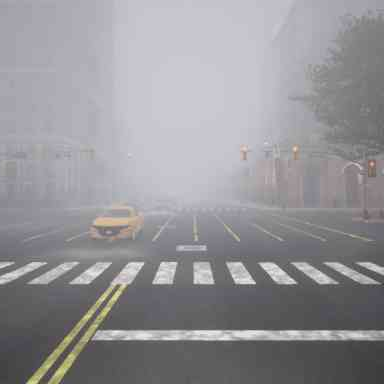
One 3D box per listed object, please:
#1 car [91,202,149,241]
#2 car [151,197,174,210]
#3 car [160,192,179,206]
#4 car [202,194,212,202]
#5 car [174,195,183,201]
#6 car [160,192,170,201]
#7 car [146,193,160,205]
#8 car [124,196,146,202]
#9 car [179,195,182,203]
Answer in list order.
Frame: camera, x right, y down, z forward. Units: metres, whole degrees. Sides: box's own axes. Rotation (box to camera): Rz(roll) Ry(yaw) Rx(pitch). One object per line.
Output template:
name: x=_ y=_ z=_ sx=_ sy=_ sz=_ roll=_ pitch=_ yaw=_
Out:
car: x=-3.627 y=1.477 z=16.958 sx=1.882 sy=1.535 sz=5.008 roll=0 pitch=0 yaw=0
car: x=-3.666 y=1.601 z=41.773 sx=1.895 sy=1.301 sz=4.718 roll=0 pitch=0 yaw=0
car: x=-3.675 y=1.352 z=55.608 sx=2.097 sy=1.767 sz=4.553 roll=0 pitch=0 yaw=0
car: x=3.548 y=1.355 z=78.333 sx=2.097 sy=1.767 sz=4.553 roll=0 pitch=0 yaw=1
car: x=-3.398 y=1.517 z=84.566 sx=2.033 sy=1.411 sz=5.357 roll=0 pitch=0 yaw=1
car: x=-6.887 y=1.121 z=85.725 sx=2.150 sy=2.045 sz=5.566 roll=0 pitch=0 yaw=1
car: x=-7.174 y=1.351 z=56.314 sx=2.097 sy=1.767 sz=4.553 roll=0 pitch=0 yaw=0
car: x=-7.165 y=1.477 z=40.599 sx=1.882 sy=1.535 sz=5.008 roll=0 pitch=0 yaw=0
car: x=-3.531 y=1.525 z=69.296 sx=2.128 sy=1.511 sz=4.902 roll=0 pitch=0 yaw=1
